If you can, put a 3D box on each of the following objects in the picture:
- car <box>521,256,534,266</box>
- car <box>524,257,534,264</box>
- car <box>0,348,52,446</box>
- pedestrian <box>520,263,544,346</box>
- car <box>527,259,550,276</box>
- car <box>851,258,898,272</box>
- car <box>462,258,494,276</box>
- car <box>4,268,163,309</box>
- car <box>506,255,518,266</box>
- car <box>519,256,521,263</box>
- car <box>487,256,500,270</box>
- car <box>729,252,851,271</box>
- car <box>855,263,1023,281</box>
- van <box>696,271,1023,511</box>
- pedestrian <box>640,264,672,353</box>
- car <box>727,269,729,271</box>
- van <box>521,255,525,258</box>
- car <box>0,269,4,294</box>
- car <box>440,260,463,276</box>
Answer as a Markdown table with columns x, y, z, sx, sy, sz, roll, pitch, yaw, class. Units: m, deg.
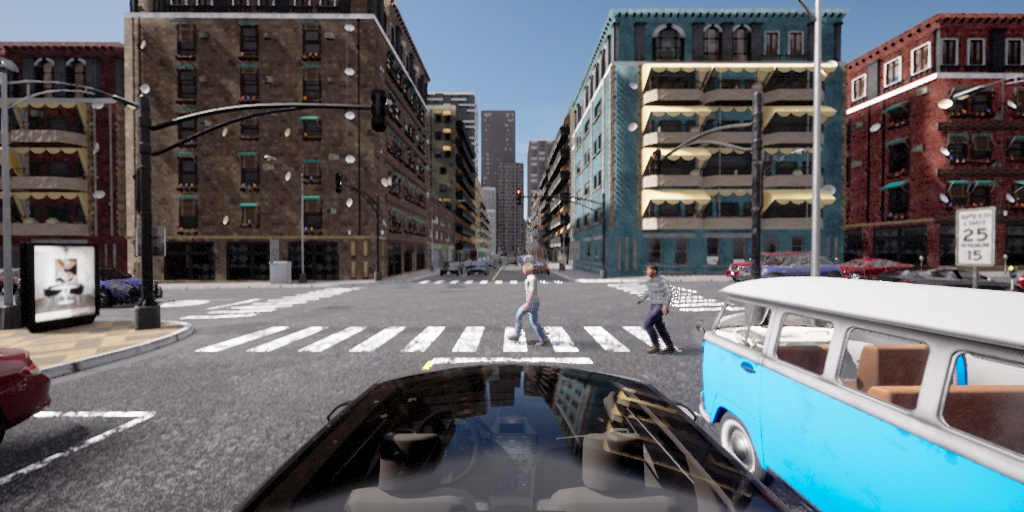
| x | y | z | sx | sy | sz | roll | pitch | yaw | class |
| --- | --- | --- | --- | --- | --- | --- | --- | --- | --- |
| 2.677 | 1.055 | 50.980 | 1.888 | 1.381 | 4.507 | 0 | 0 | 0 | car |
| 2.679 | 1.126 | 39.934 | 1.948 | 1.339 | 4.313 | 0 | 0 | 0 | car |
| -5.692 | 1.330 | 2.016 | 1.802 | 1.307 | 4.207 | 0 | 0 | 0 | car |
| 0.422 | 1.013 | 7.770 | 0.375 | 1.860 | 0.375 | 0 | 1 | 0 | pedestrian |
| 2.681 | 1.168 | 34.410 | 1.802 | 1.307 | 4.207 | 0 | 0 | 0 | car |
| 21.338 | 0.829 | 21.613 | 4.507 | 1.381 | 1.888 | 0 | 0 | 0 | car |
| -3.105 | 1.135 | 34.002 | 2.033 | 1.411 | 5.357 | 0 | 0 | 0 | car |
| -18.094 | 1.285 | 15.521 | 4.553 | 1.767 | 2.097 | -1 | 1 | 0 | car |
| -0.017 | 0.959 | 63.445 | 1.837 | 1.490 | 4.892 | 0 | 0 | 0 | car |
| 2.674 | 1.026 | 62.027 | 1.948 | 1.339 | 4.313 | 0 | 0 | 0 | car |
| -3.102 | 1.071 | 48.024 | 2.033 | 1.411 | 5.357 | 0 | 0 | 0 | car |
| 14.539 | 0.769 | 18.962 | 4.553 | 1.767 | 2.097 | -1 | 1 | 0 | car |
| 15.790 | 1.039 | 13.192 | 4.313 | 1.339 | 1.948 | 0 | 0 | 0 | car |
| 2.689 | 1.089 | 2.017 | 1.690 | 1.789 | 3.998 | 0 | 0 | 0 | van |
| 2.872 | 1.015 | 7.171 | 0.375 | 1.860 | 0.375 | 0 | 1 | 0 | pedestrian |
| 15.767 | 0.680 | 21.572 | 5.009 | 1.841 | 2.192 | 0 | 0 | 0 | car |
| 2.675 | 0.826 | 56.503 | 1.690 | 1.789 | 3.998 | 0 | 0 | 0 | van |
| -30.266 | 1.474 | 21.363 | 4.097 | 1.591 | 1.967 | 0 | 0 | 0 | car |
| -5.701 | 1.152 | 34.420 | 1.948 | 1.339 | 4.313 | 0 | 0 | 0 | car |
